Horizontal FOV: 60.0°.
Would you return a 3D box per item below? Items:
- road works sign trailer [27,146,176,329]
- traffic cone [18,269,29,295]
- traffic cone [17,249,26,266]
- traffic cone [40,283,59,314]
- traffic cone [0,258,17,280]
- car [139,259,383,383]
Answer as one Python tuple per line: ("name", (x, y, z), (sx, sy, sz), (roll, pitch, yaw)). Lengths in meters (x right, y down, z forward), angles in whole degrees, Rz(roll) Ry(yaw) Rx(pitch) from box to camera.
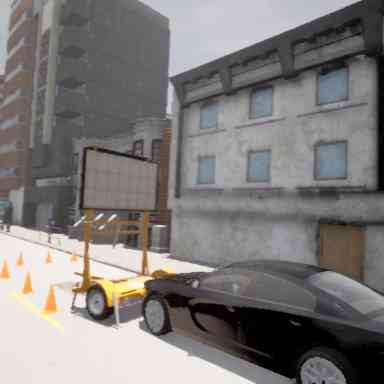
("road works sign trailer", (-1.862, 0.844, 8.033), (2.880, 3.560, 2.380), (1, -4, 35))
("traffic cone", (-4.160, 2.258, 8.433), (0.340, 0.580, 0.340), (6, -4, -43))
("traffic cone", (-6.195, 2.362, 12.017), (0.340, 0.580, 0.340), (6, -4, -43))
("traffic cone", (-3.005, 2.235, 7.073), (0.340, 0.580, 0.340), (3, -4, -14))
("traffic cone", (-5.539, 2.273, 9.882), (0.340, 0.580, 0.340), (6, -4, -43))
("car", (1.150, 1.865, 5.525), (5.008, 1.535, 1.882), (-1, -5, 44))
